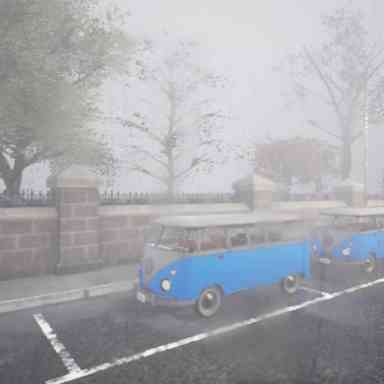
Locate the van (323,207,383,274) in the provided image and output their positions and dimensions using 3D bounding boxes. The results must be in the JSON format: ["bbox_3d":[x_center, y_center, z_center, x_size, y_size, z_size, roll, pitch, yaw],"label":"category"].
[{"bbox_3d":[5.397,1.389,10.414,3.998,1.788,1.690,0,0,-36],"label":"van"}]

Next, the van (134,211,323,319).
[{"bbox_3d":[0.816,1.363,7.143,3.998,1.788,1.690,0,0,-36],"label":"van"}]
